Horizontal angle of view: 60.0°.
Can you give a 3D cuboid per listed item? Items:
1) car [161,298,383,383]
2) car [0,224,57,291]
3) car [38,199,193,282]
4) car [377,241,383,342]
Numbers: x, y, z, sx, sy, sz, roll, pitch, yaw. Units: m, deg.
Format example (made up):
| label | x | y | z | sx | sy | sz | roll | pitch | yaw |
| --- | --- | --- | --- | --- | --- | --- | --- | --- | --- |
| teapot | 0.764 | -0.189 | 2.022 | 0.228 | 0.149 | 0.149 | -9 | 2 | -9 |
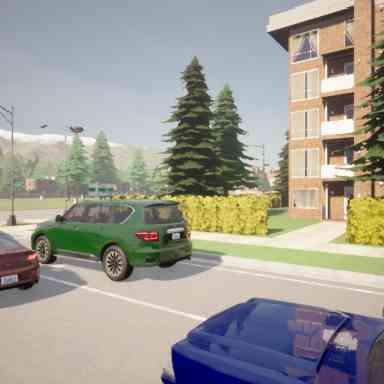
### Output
| label | x | y | z | sx | sy | sz | roll | pitch | yaw |
| --- | --- | --- | --- | --- | --- | --- | --- | --- | --- |
| car | 2.054 | 1.601 | 2.531 | 4.718 | 1.301 | 1.895 | 0 | 0 | 35 |
| car | -5.385 | 1.525 | 7.779 | 4.674 | 1.442 | 1.812 | 0 | 0 | 36 |
| car | -2.580 | 1.221 | 10.071 | 5.566 | 2.045 | 2.150 | 0 | 0 | 36 |
| car | 5.091 | 1.564 | 4.665 | 4.181 | 1.385 | 1.994 | 0 | 0 | 35 |
